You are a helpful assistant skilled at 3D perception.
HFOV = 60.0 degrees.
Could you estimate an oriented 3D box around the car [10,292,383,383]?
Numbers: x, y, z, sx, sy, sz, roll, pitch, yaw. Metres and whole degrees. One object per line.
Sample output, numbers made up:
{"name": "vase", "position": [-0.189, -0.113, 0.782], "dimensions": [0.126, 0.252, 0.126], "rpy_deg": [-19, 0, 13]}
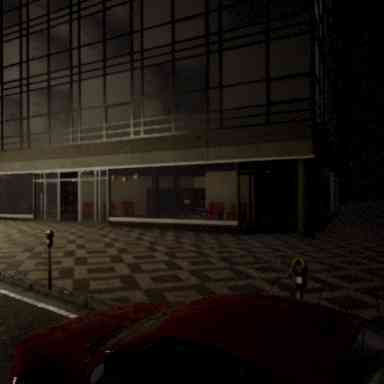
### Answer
{"name": "car", "position": [0.308, 1.544, 2.635], "dimensions": [4.507, 1.381, 1.887], "rpy_deg": [0, -1, 35]}
